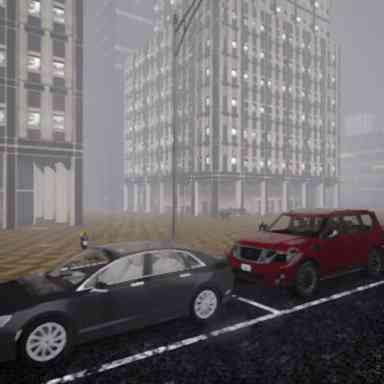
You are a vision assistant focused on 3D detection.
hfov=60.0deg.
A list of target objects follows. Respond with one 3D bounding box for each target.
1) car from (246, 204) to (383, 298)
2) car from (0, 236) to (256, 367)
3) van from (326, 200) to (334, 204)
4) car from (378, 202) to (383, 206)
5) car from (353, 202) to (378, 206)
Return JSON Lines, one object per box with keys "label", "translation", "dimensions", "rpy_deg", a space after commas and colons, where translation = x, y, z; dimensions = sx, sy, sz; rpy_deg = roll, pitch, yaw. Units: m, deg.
{"label": "car", "translation": [3.261, 1.392, 8.895], "dimensions": [5.009, 1.841, 2.192], "rpy_deg": [1, -1, -35]}
{"label": "car", "translation": [-1.239, 1.573, 5.683], "dimensions": [4.403, 1.369, 2.008], "rpy_deg": [1, -1, -35]}
{"label": "van", "translation": [33.038, 2.800, 80.702], "dimensions": [1.690, 1.788, 3.998], "rpy_deg": [-1, 0, -36]}
{"label": "car", "translation": [44.463, 2.954, 79.403], "dimensions": [1.802, 1.307, 4.206], "rpy_deg": [-1, 0, -36]}
{"label": "car", "translation": [37.960, 2.880, 73.817], "dimensions": [1.887, 1.381, 4.507], "rpy_deg": [-1, 0, -36]}
